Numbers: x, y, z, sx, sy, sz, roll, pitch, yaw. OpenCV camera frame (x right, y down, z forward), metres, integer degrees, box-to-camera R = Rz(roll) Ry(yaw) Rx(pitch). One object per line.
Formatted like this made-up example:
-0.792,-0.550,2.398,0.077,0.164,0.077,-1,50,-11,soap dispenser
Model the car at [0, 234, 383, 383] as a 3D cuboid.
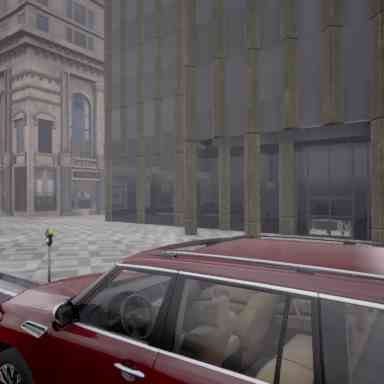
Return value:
0.246,1.315,2.798,5.009,1.841,2.192,0,0,36,car
